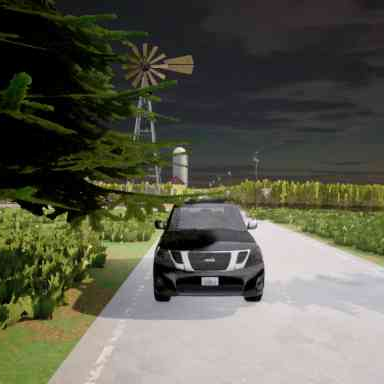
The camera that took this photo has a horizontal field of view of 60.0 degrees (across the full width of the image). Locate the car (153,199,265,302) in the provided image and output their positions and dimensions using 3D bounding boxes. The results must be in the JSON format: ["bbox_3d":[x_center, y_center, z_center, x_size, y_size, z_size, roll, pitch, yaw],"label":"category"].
[{"bbox_3d":[0.333,1.221,8.623,2.150,2.045,5.566,0,0,0],"label":"car"}]
